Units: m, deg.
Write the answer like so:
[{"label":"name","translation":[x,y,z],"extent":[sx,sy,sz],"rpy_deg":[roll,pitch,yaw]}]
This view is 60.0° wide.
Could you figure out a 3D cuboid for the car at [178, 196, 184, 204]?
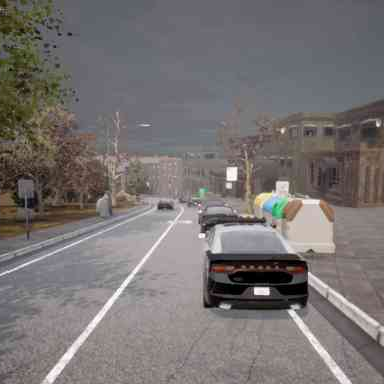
[{"label":"car","translation":[-1.249,1.356,60.169],"extent":[1.994,1.385,4.181],"rpy_deg":[-1,0,-11]}]

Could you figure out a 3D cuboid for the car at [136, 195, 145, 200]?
[{"label":"car","translation":[-14.397,1.552,92.540],"extent":[1.895,1.301,4.718],"rpy_deg":[-3,1,-23]}]

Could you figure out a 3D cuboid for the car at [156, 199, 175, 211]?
[{"label":"car","translation":[-3.008,1.484,38.391],"extent":[1.895,1.301,4.718],"rpy_deg":[0,0,-1]}]

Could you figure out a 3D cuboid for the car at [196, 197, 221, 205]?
[{"label":"car","translation":[1.513,1.278,23.921],"extent":[2.097,1.767,4.553],"rpy_deg":[0,0,1]}]

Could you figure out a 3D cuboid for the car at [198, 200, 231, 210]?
[{"label":"car","translation":[1.390,1.423,17.927],"extent":[1.882,1.535,5.008],"rpy_deg":[0,0,1]}]

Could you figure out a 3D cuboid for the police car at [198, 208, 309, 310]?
[{"label":"police car","translation":[1.187,1.402,7.990],"extent":[1.930,1.638,5.238],"rpy_deg":[0,0,1]}]

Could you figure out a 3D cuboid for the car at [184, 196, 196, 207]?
[{"label":"car","translation":[0.296,1.365,46.843],"extent":[1.812,1.442,4.674],"rpy_deg":[0,0,-5]}]
